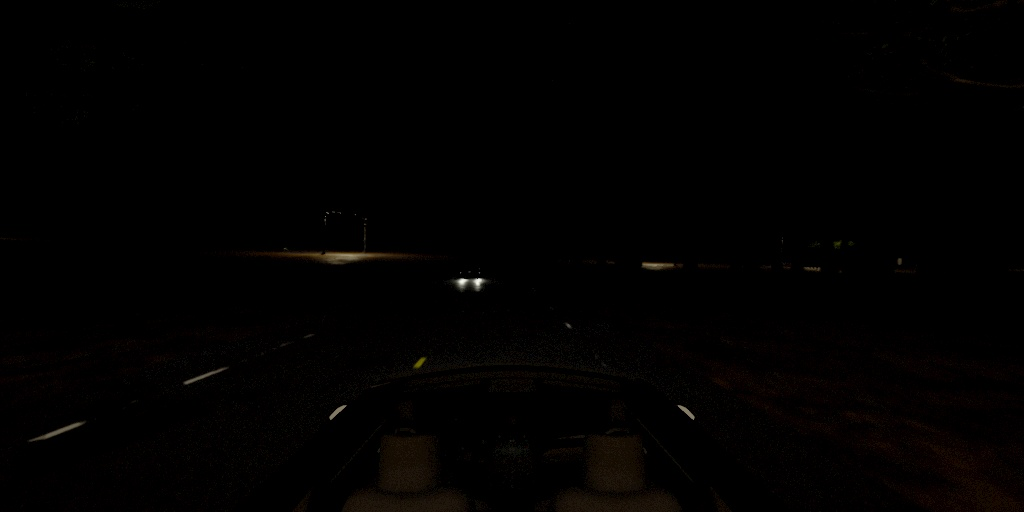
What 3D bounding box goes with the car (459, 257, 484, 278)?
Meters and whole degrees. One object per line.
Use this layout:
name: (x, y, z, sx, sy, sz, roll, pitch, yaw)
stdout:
car: (-4.175, 1.184, 37.745, 2.150, 2.045, 5.566, 0, 1, -1)
